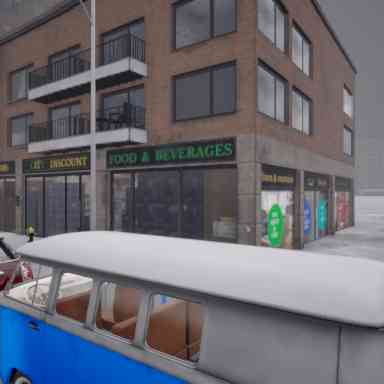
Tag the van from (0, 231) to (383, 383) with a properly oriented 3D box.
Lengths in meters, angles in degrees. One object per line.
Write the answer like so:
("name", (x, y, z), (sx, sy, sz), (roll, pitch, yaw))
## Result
("van", (-0.190, 1.341, 2.980), (3.998, 1.788, 1.690), (0, 0, 35))
